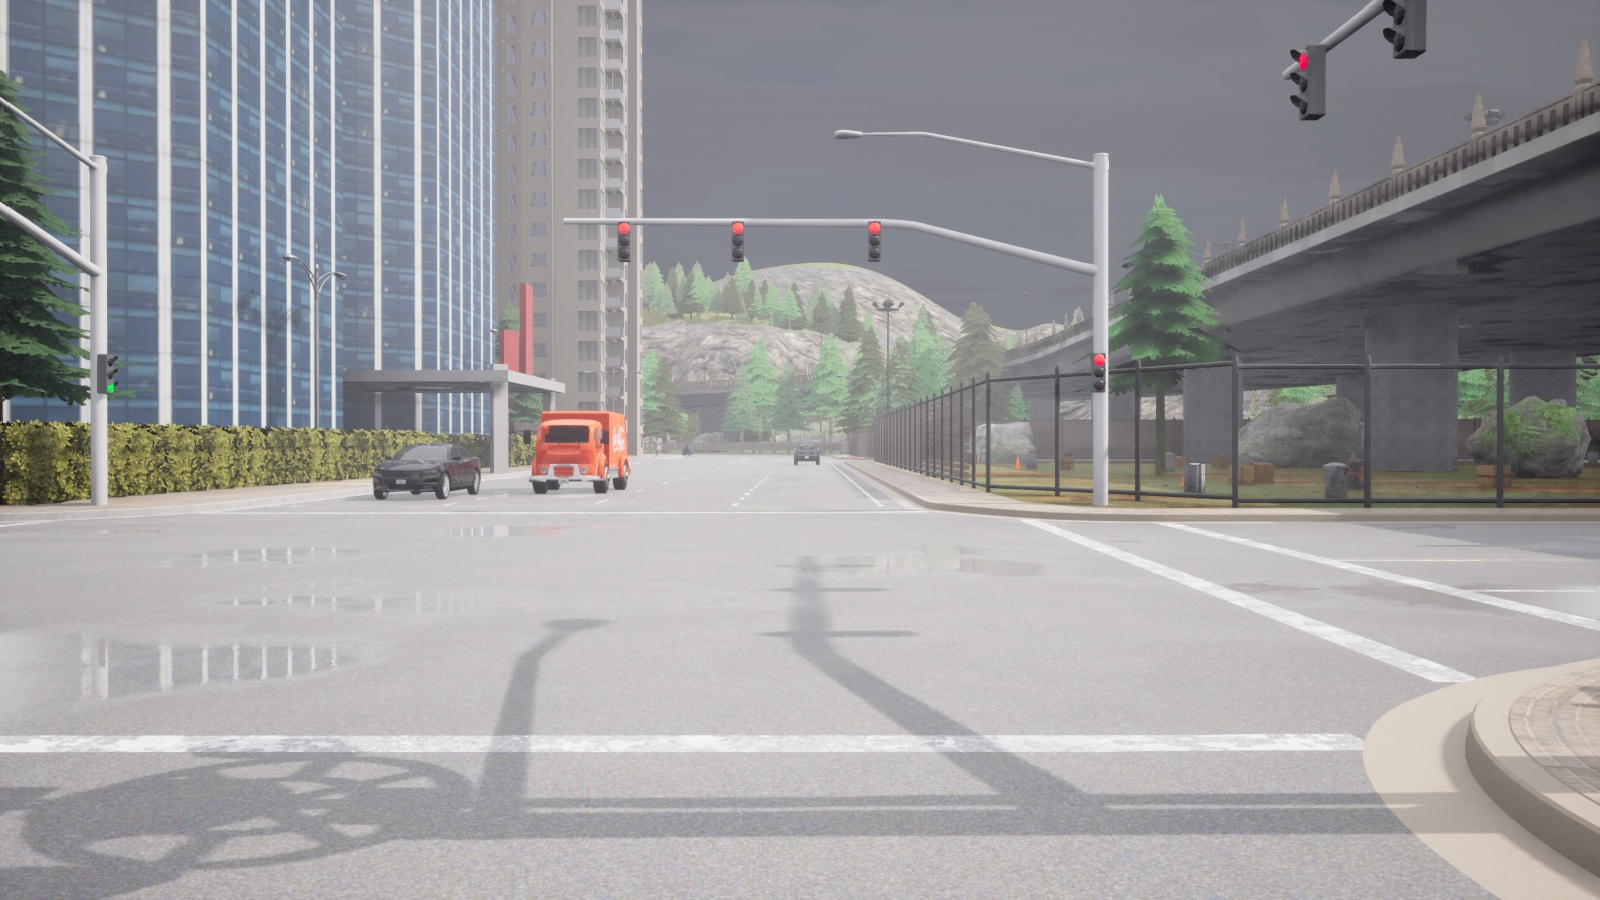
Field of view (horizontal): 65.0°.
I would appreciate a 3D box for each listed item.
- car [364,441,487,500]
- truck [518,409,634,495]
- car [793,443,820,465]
[{"bbox_3d":[-10.300,0.519,34.939,1.882,1.535,5.008,0,0,0],"label":"car"},{"bbox_3d":[-6.780,0.036,38.678,2.627,2.467,5.204,0,0,0],"label":"truck"},{"bbox_3d":[0.474,0.272,86.442,1.816,1.474,4.193,0,0,0],"label":"car"}]
